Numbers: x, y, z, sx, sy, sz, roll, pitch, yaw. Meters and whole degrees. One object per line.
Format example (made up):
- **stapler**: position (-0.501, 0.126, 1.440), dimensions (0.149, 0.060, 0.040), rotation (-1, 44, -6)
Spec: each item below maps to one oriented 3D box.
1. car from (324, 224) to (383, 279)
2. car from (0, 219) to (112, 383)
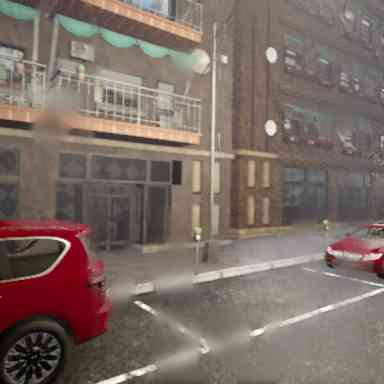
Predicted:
- **car**: position (5.850, 1.663, 10.240), dimensions (4.206, 1.307, 1.802), rotation (1, 0, -36)
- **car**: position (-3.395, 1.309, 3.674), dimensions (5.009, 1.841, 2.192), rotation (1, 0, -36)
